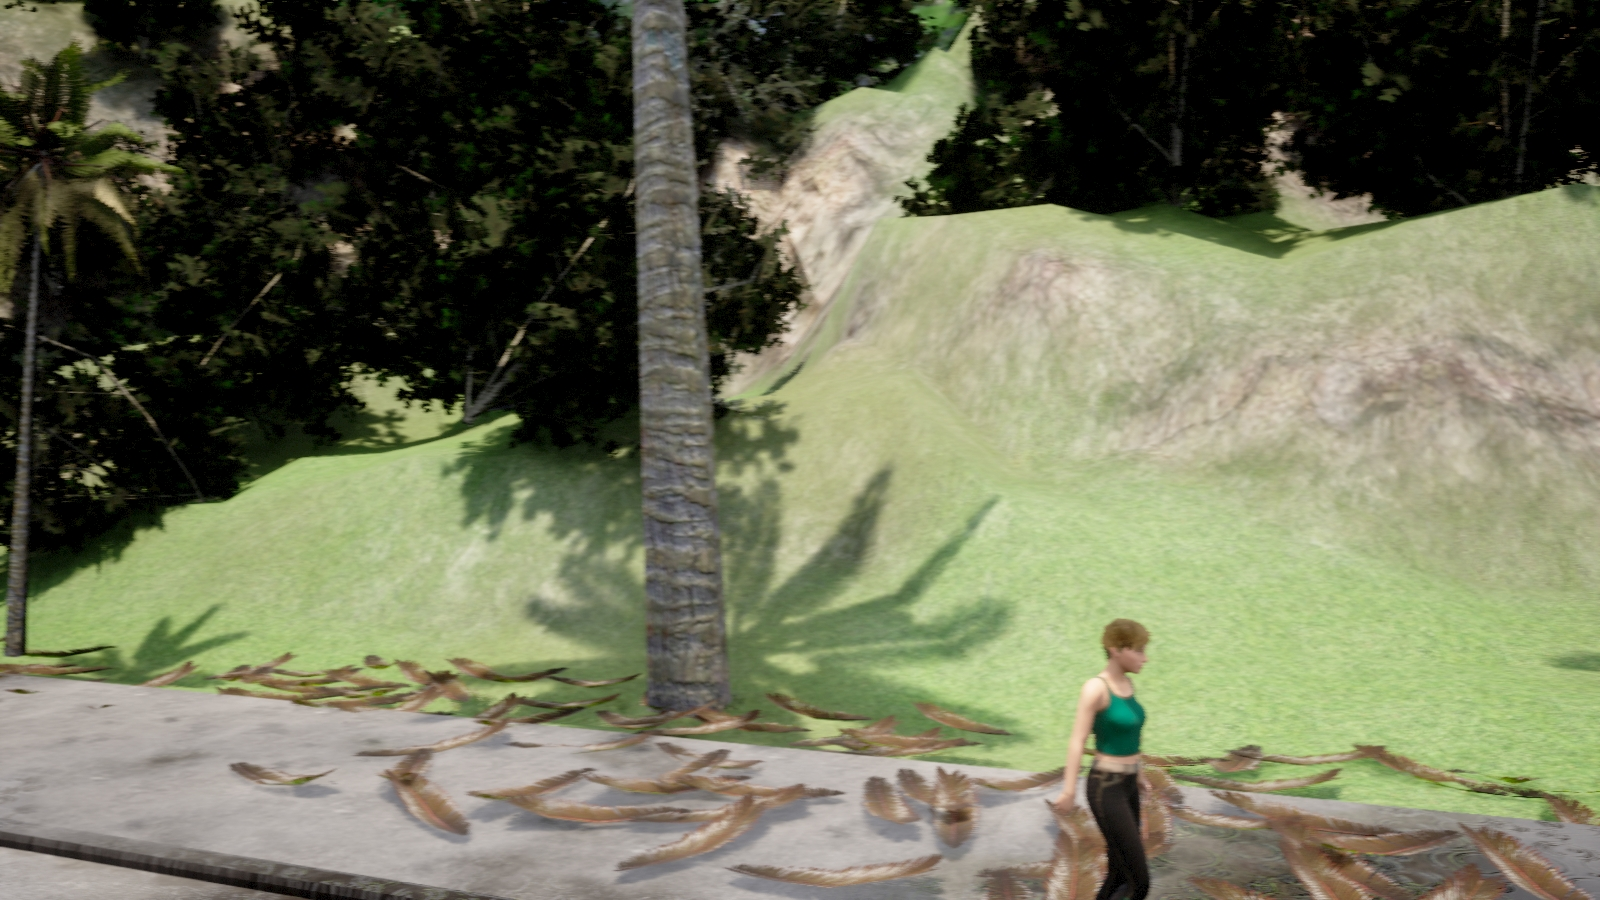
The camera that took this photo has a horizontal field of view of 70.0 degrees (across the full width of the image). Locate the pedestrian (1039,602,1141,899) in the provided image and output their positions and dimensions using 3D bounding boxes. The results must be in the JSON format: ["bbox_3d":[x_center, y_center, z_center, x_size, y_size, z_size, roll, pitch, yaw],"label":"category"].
[{"bbox_3d":[1.482,1.743,5.838,0.375,1.860,0.375,0,0,42],"label":"pedestrian"}]

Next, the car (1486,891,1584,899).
[{"bbox_3d":[3.076,2.125,2.713,2.207,1.376,1.481,-1,0,20],"label":"car"}]
